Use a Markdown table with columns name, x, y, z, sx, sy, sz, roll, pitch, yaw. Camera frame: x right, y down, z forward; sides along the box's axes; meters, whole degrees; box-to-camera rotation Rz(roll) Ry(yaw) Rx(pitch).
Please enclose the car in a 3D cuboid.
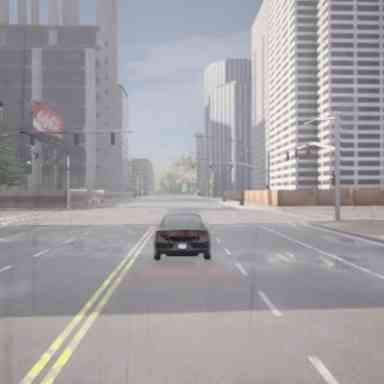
| name | x | y | z | sx | sy | sz | roll | pitch | yaw |
| --- | --- | --- | --- | --- | --- | --- | --- | --- | --- |
| car | -0.353 | 1.495 | 12.552 | 1.882 | 1.535 | 5.008 | 0 | 0 | -1 |
